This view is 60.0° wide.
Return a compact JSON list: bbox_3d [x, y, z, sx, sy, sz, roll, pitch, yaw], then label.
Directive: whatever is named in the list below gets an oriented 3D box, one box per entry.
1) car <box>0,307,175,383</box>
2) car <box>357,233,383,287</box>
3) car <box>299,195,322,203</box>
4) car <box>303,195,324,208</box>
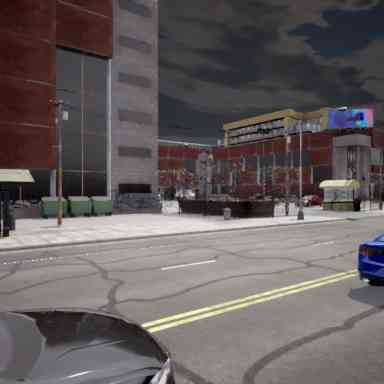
[{"bbox_3d":[-2.363,1.491,2.061,4.902,1.511,2.128,0,0,-36],"label":"car"},{"bbox_3d":[6.057,1.478,8.134,5.008,1.535,1.882,0,0,-35],"label":"car"},{"bbox_3d":[23.565,1.420,66.224,4.674,1.452,2.002,0,0,-36],"label":"car"},{"bbox_3d":[16.677,1.254,47.155,4.553,1.767,2.185,0,0,-36],"label":"car"}]
